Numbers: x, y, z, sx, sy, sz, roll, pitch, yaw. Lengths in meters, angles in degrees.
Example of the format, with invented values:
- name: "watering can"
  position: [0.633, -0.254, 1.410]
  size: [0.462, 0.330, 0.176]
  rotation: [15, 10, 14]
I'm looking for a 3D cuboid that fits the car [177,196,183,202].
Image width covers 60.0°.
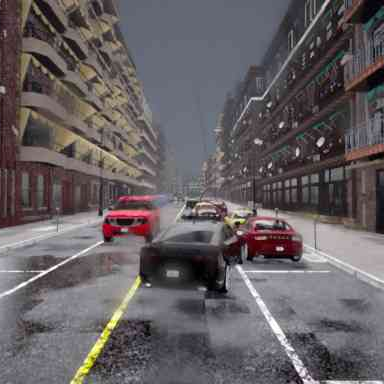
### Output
- name: "car"
  position: [-2.569, 1.703, 75.714]
  size: [1.812, 1.442, 4.674]
  rotation: [0, 0, 0]

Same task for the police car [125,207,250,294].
- name: "police car"
  position: [0.298, 1.431, 9.129]
  size: [1.930, 1.638, 5.238]
  rotation: [0, 0, 15]

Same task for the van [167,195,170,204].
- name: "van"
  position: [-5.157, 1.446, 56.401]
  size: [1.690, 1.788, 3.998]
  rotation: [1, 0, 0]

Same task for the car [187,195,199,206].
- name: "car"
  position: [0.142, 1.467, 59.439]
  size: [2.097, 1.767, 4.553]
  rotation: [0, 0, 0]

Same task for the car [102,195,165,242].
- name: "car"
  position: [-2.809, 1.235, 16.659]
  size: [2.150, 2.045, 5.566]
  rotation: [0, 0, 0]

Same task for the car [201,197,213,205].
- name: "car"
  position: [2.732, 1.669, 61.850]
  size: [1.887, 1.381, 4.507]
  rotation: [1, 0, 0]

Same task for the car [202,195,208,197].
- name: "car"
  position: [2.719, 1.649, 56.320]
  size: [1.887, 1.381, 4.507]
  rotation: [1, 0, 0]

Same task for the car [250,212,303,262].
- name: "car"
  position: [2.613, 1.554, 12.074]
  size: [1.887, 1.381, 4.507]
  rotation: [1, 0, 0]

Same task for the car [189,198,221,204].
- name: "car"
  position: [0.885, 1.482, 24.941]
  size: [1.801, 1.575, 5.366]
  rotation: [0, 0, 0]

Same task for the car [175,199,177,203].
- name: "car"
  position: [-5.116, 1.482, 72.992]
  size: [2.192, 1.841, 5.009]
  rotation: [1, 0, 0]

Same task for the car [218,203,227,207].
- name: "car"
  position: [2.628, 1.541, 17.776]
  size: [1.752, 1.417, 4.829]
  rotation: [1, 0, 0]

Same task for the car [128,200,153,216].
- name: "car"
  position: [-5.214, 1.571, 34.109]
  size: [1.752, 1.417, 4.829]
  rotation: [2, 0, 0]

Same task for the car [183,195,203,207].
- name: "car"
  position: [0.120, 1.550, 45.600]
  size: [1.882, 1.535, 5.008]
  rotation: [0, 0, 0]

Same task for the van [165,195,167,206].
- name: "van"
  position: [-5.169, 1.428, 50.869]
  size: [1.690, 1.788, 3.998]
  rotation: [2, 0, 0]

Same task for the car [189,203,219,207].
- name: "car"
  position: [0.870, 1.543, 18.747]
  size: [1.812, 1.442, 4.674]
  rotation: [0, 0, 0]

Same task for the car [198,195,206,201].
- name: "car"
  position: [2.765, 1.682, 89.507]
  size: [1.967, 1.590, 4.097]
  rotation: [1, 0, 0]

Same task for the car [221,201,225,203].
- name: "car"
  position: [2.666, 1.591, 34.197]
  size: [1.887, 1.381, 4.507]
  rotation: [1, 0, 0]

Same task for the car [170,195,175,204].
- name: "car"
  position: [-5.130, 1.460, 67.462]
  size: [2.192, 1.841, 5.009]
  rotation: [1, 0, 0]

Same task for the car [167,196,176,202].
- name: "car"
  position: [-5.097, 1.781, 84.053]
  size: [1.947, 1.339, 4.313]
  rotation: [1, 0, 0]

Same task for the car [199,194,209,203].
- name: "car"
  position: [2.742, 1.504, 78.444]
  size: [2.192, 1.841, 5.009]
  rotation: [1, 0, 0]

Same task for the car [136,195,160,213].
- name: "car"
  position: [-5.195, 1.373, 39.811]
  size: [2.192, 1.841, 5.009]
  rotation: [2, 0, 0]
